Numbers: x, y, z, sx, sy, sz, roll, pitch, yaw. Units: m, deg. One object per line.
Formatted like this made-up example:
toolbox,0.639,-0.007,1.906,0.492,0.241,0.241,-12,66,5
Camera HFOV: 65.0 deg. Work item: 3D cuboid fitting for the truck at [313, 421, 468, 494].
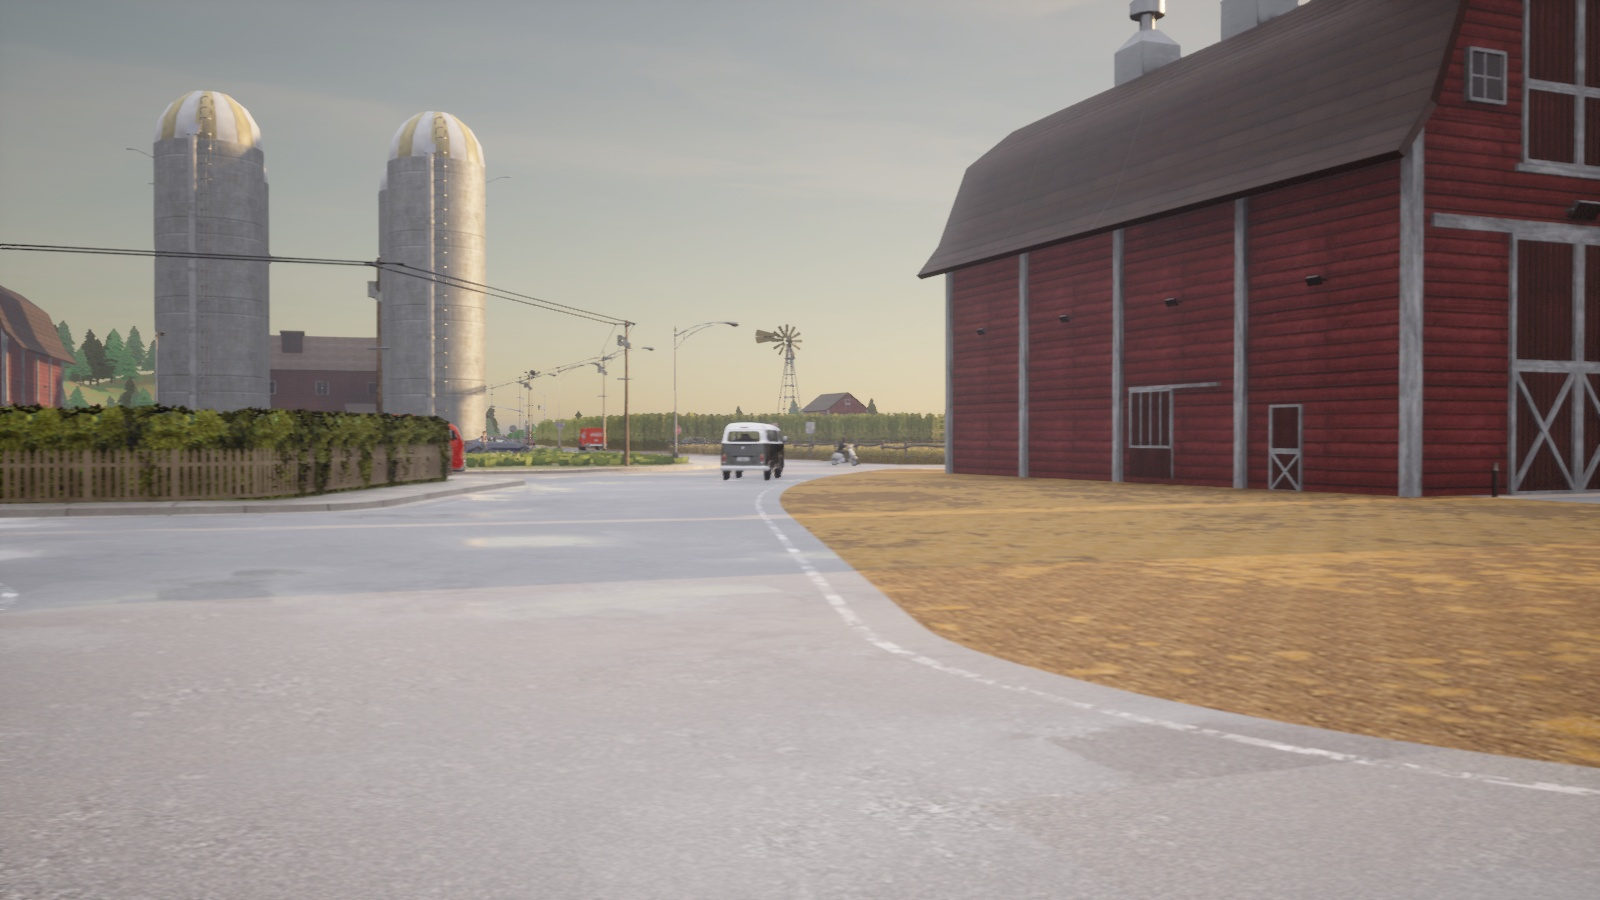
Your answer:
truck,-14.981,0.239,46.271,5.204,2.467,2.627,-1,1,-14

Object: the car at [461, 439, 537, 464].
car,-21.774,0.107,90.765,5.027,1.651,2.152,-1,1,-22

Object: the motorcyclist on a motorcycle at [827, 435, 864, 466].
motorcyclist on a motorcycle,2.459,0.034,67.551,1.817,1.590,0.866,-1,-1,39

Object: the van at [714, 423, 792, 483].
van,-1.651,0.075,45.938,2.069,2.038,4.480,-1,0,8
